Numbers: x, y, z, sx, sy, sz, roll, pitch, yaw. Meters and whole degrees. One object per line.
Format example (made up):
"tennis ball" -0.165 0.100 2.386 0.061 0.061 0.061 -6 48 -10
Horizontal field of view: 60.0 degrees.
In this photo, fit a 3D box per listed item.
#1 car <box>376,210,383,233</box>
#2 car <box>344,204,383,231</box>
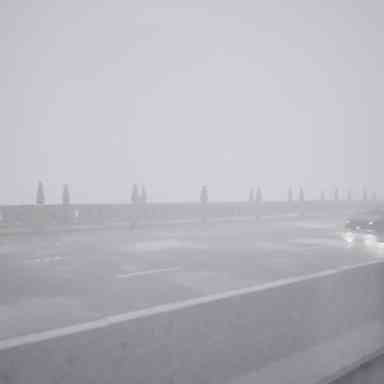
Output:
"car" 10.989 1.664 15.832 4.181 1.385 1.994 0 0 -34
"car" 11.706 1.666 20.537 5.357 1.411 2.033 0 0 -34
